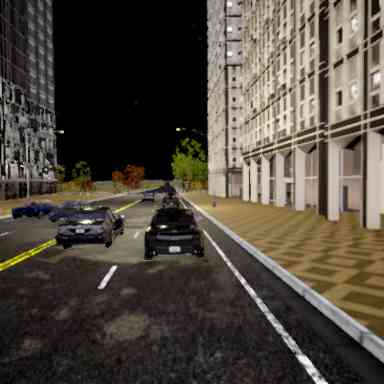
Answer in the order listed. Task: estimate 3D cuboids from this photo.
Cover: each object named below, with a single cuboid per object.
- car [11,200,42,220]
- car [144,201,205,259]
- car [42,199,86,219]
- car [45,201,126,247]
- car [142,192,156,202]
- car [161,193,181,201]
[{"bbox_3d":[-11.440,1.281,24.610,1.895,1.301,4.718,-1,1,-4],"label":"car"},{"bbox_3d":[-0.632,1.302,11.753,1.837,1.490,4.892,-1,2,-3],"label":"car"},{"bbox_3d":[-8.061,1.224,22.774,2.033,1.411,5.357,-1,1,-4],"label":"car"},{"bbox_3d":[-4.006,1.341,13.885,2.033,1.411,5.357,-1,1,-4],"label":"car"},{"bbox_3d":[-6.363,0.727,48.838,2.033,1.411,5.357,-1,1,-4],"label":"car"},{"bbox_3d":[-2.285,0.868,36.630,1.837,1.490,4.892,-1,1,-4],"label":"car"}]
